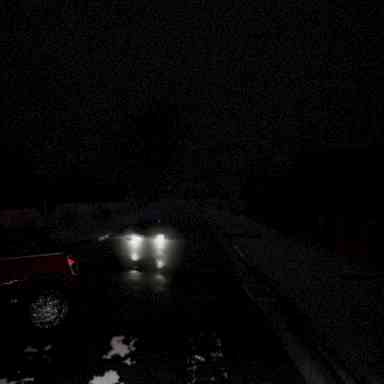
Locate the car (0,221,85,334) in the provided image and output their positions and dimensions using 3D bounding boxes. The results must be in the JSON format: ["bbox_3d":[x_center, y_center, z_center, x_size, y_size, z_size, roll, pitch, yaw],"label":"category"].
[{"bbox_3d":[-4.247,1.381,5.487,4.553,1.767,2.097,1,-5,-29],"label":"car"}]

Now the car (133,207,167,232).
[{"bbox_3d":[-2.758,1.784,22.669,1.882,1.535,5.008,0,-1,0],"label":"car"}]
